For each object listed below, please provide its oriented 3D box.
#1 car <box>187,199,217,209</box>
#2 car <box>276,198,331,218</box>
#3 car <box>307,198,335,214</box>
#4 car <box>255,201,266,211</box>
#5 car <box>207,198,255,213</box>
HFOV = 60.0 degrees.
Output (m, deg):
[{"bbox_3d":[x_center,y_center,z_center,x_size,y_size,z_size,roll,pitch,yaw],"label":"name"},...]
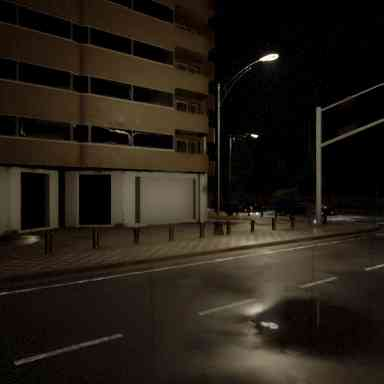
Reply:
[{"bbox_3d":[1.411,1.656,48.666,1.895,1.301,4.718,0,0,-36],"label":"car"},{"bbox_3d":[9.961,1.581,30.865,1.812,1.442,4.674,0,0,-37],"label":"car"},{"bbox_3d":[12.139,1.407,33.799,2.097,1.767,4.553,0,0,-36],"label":"car"},{"bbox_3d":[6.889,1.560,41.069,1.837,1.490,4.892,0,0,-36],"label":"car"},{"bbox_3d":[4.332,1.603,38.630,2.033,1.411,5.357,0,0,-36],"label":"car"}]
